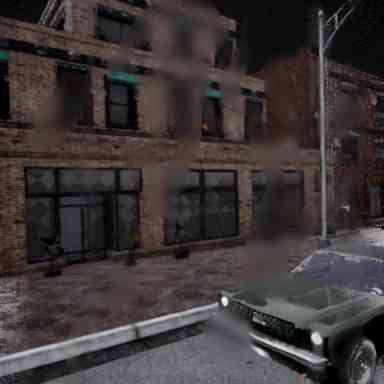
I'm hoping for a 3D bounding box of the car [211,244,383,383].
[{"bbox_3d":[2.617,1.599,5.267,4.718,1.301,1.895,0,0,-35],"label":"car"}]
